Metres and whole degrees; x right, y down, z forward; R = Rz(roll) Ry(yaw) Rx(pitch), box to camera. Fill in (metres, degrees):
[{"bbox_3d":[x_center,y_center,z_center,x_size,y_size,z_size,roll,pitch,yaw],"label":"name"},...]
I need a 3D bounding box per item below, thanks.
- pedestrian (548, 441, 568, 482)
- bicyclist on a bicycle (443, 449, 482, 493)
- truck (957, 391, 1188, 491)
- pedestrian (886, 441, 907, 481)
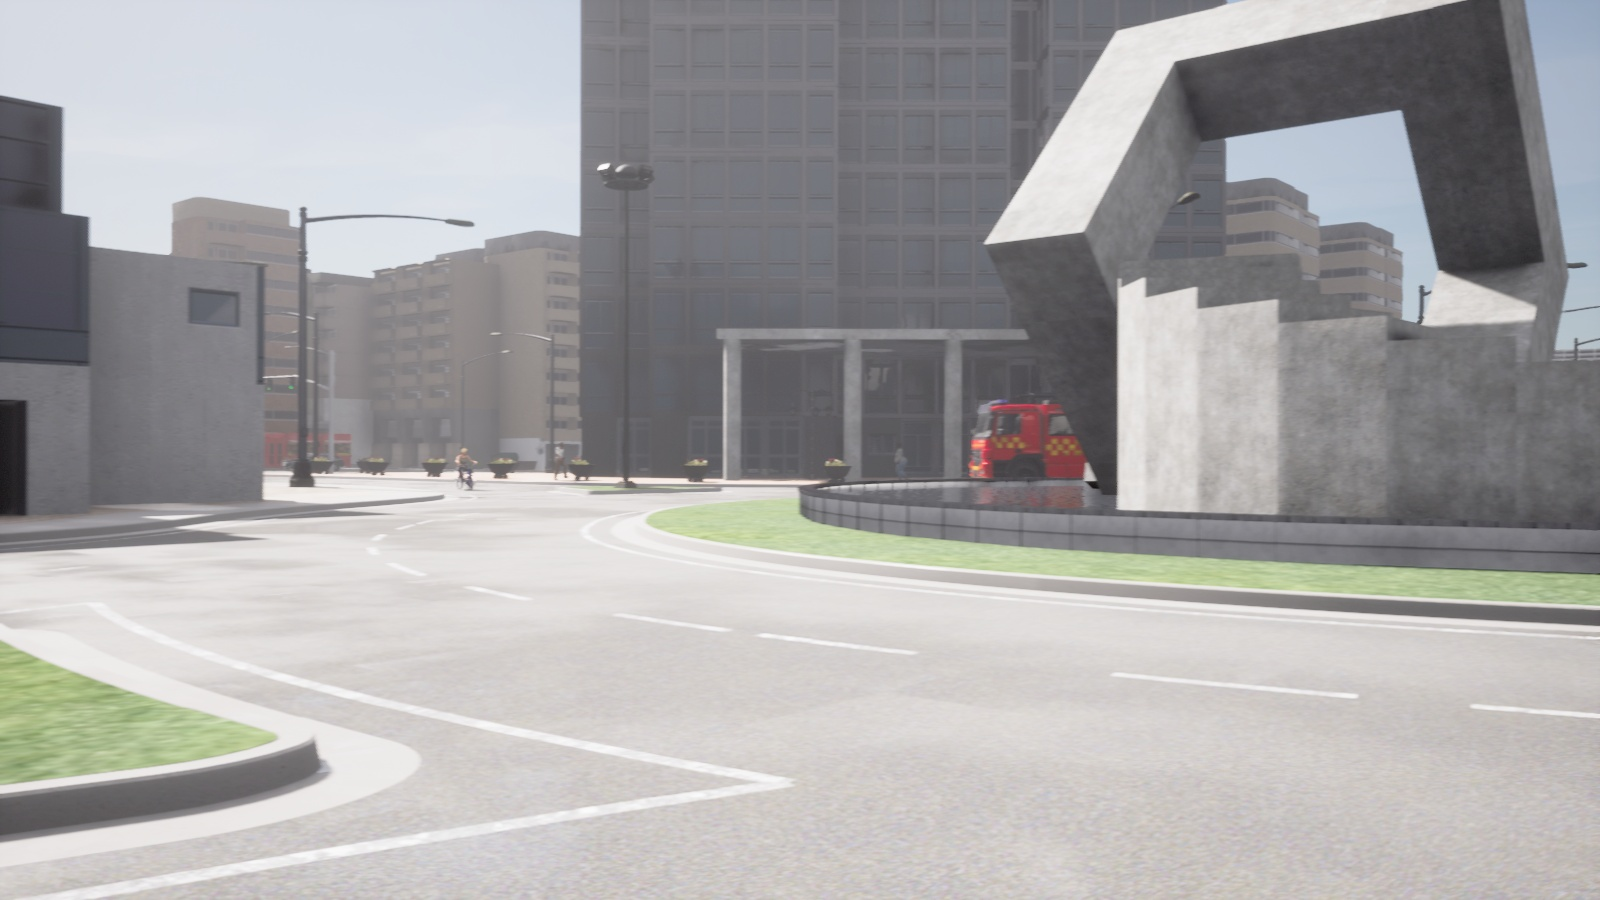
[{"bbox_3d":[-10.990,0.514,57.016,0.694,1.848,0.540,0,0,40],"label":"pedestrian"},{"bbox_3d":[-12.761,0.782,47.452,0.866,1.612,1.509,-1,0,-38],"label":"bicyclist on a bicycle"},{"bbox_3d":[10.688,-0.353,49.721,8.468,3.827,2.891,0,0,-3],"label":"truck"},{"bbox_3d":[4.459,0.507,58.002,0.900,1.855,0.874,0,0,6],"label":"pedestrian"}]
